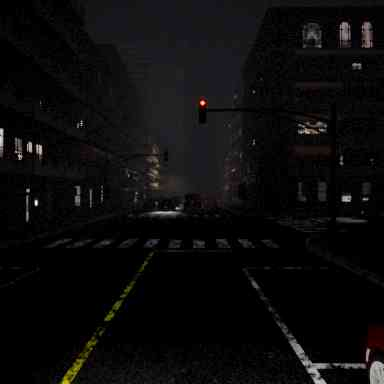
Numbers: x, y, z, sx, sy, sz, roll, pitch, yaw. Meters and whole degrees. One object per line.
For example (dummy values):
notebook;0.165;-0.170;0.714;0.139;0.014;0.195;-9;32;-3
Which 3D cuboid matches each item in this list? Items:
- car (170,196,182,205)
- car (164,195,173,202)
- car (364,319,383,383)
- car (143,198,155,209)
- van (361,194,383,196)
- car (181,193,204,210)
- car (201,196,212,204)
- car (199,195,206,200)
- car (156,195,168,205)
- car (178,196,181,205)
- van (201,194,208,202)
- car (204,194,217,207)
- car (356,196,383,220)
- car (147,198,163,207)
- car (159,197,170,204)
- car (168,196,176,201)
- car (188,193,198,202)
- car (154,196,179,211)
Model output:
car;-2.890;1.526;60.336;1.837;1.490;4.892;0;0;1
car;-5.468;1.563;78.294;1.752;1.417;4.829;-1;0;0
car;2.687;1.544;1.796;1.887;1.381;4.507;0;0;0
car;-5.565;1.561;45.297;2.008;1.369;4.403;0;0;0
van;15.721;1.035;27.329;3.998;1.788;1.690;-1;1;-1
car;0.132;1.231;42.891;2.150;2.045;5.566;0;0;2
car;2.880;1.578;67.378;2.008;1.369;4.403;-1;0;0
car;2.961;1.602;95.018;1.887;1.381;4.507;-1;0;0
car;-5.518;1.462;61.881;1.967;1.590;4.097;-1;0;0
car;-2.944;1.577;49.997;1.994;1.385;4.181;0;0;0
van;2.911;1.379;78.434;1.690;1.788;3.998;-1;0;0
car;2.830;1.454;50.795;1.967;1.590;4.097;-1;0;0
car;15.110;1.230;24.749;4.892;1.490;1.837;-1;0;-1
car;-5.549;1.580;50.824;1.947;1.339;4.313;0;0;0
car;-5.500;1.609;67.409;1.802;1.307;4.206;-1;0;0
car;-5.435;1.632;89.520;1.802;1.307;4.206;-1;0;0
car;0.234;1.264;79.435;2.150;2.045;5.566;0;0;0
car;-2.978;1.571;40.047;1.994;1.385;4.181;0;0;1
